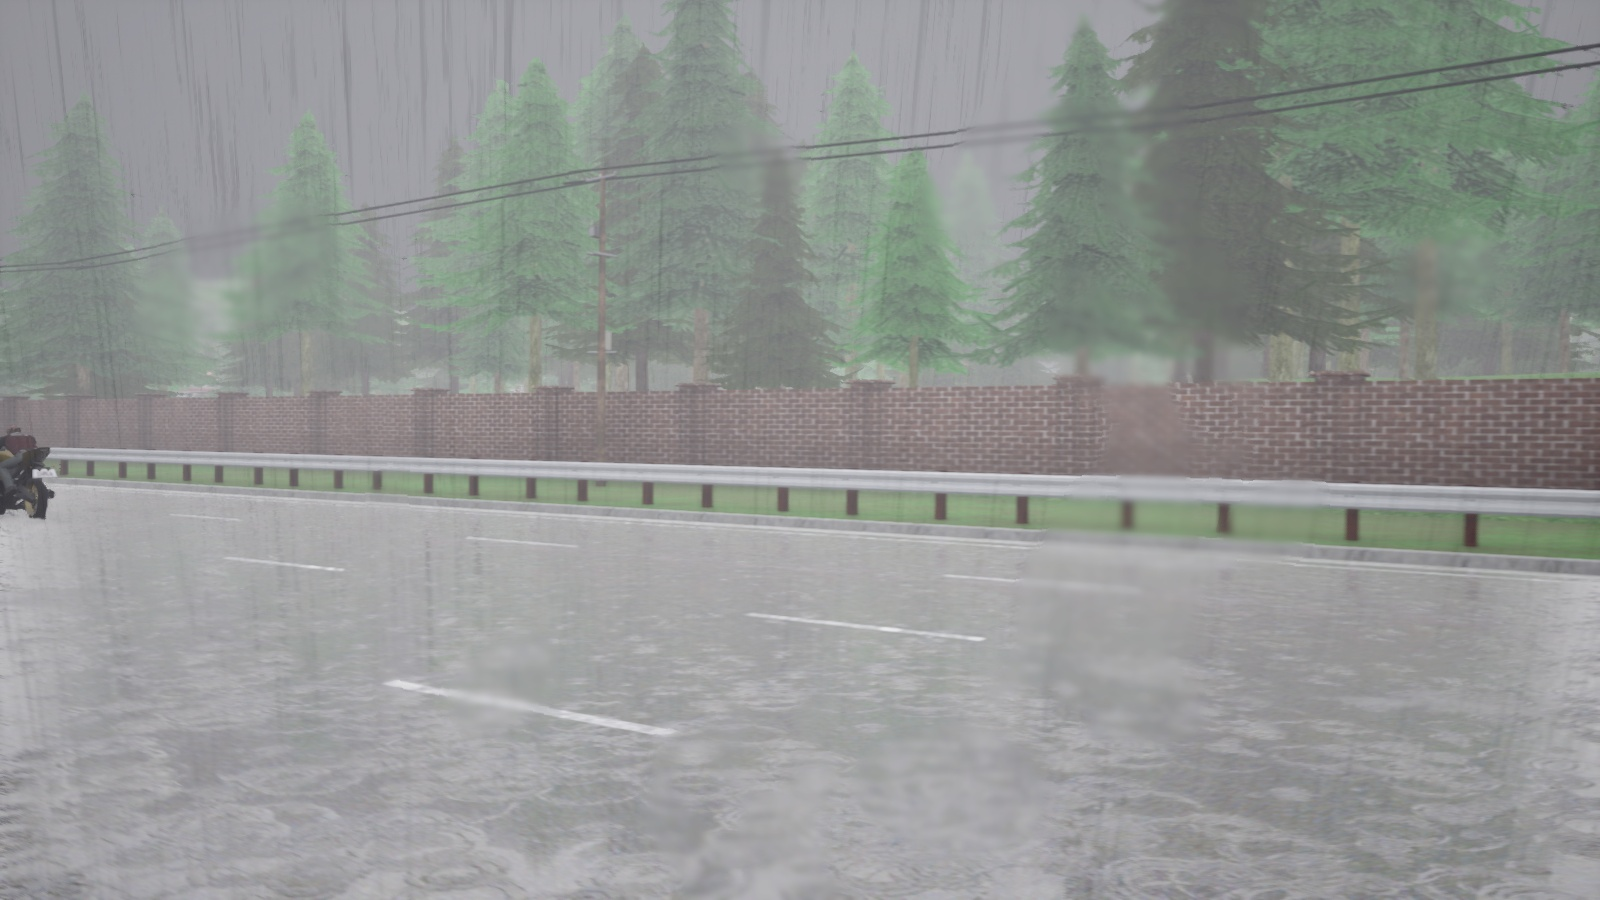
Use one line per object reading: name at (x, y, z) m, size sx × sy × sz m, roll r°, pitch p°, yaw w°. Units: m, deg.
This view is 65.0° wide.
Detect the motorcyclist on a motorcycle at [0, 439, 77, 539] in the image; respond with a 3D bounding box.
motorcyclist on a motorcycle at (-12.731, 0.603, 20.429) m, size 2.191 × 1.530 × 0.866 m, roll 0°, pitch 1°, yaw 37°
